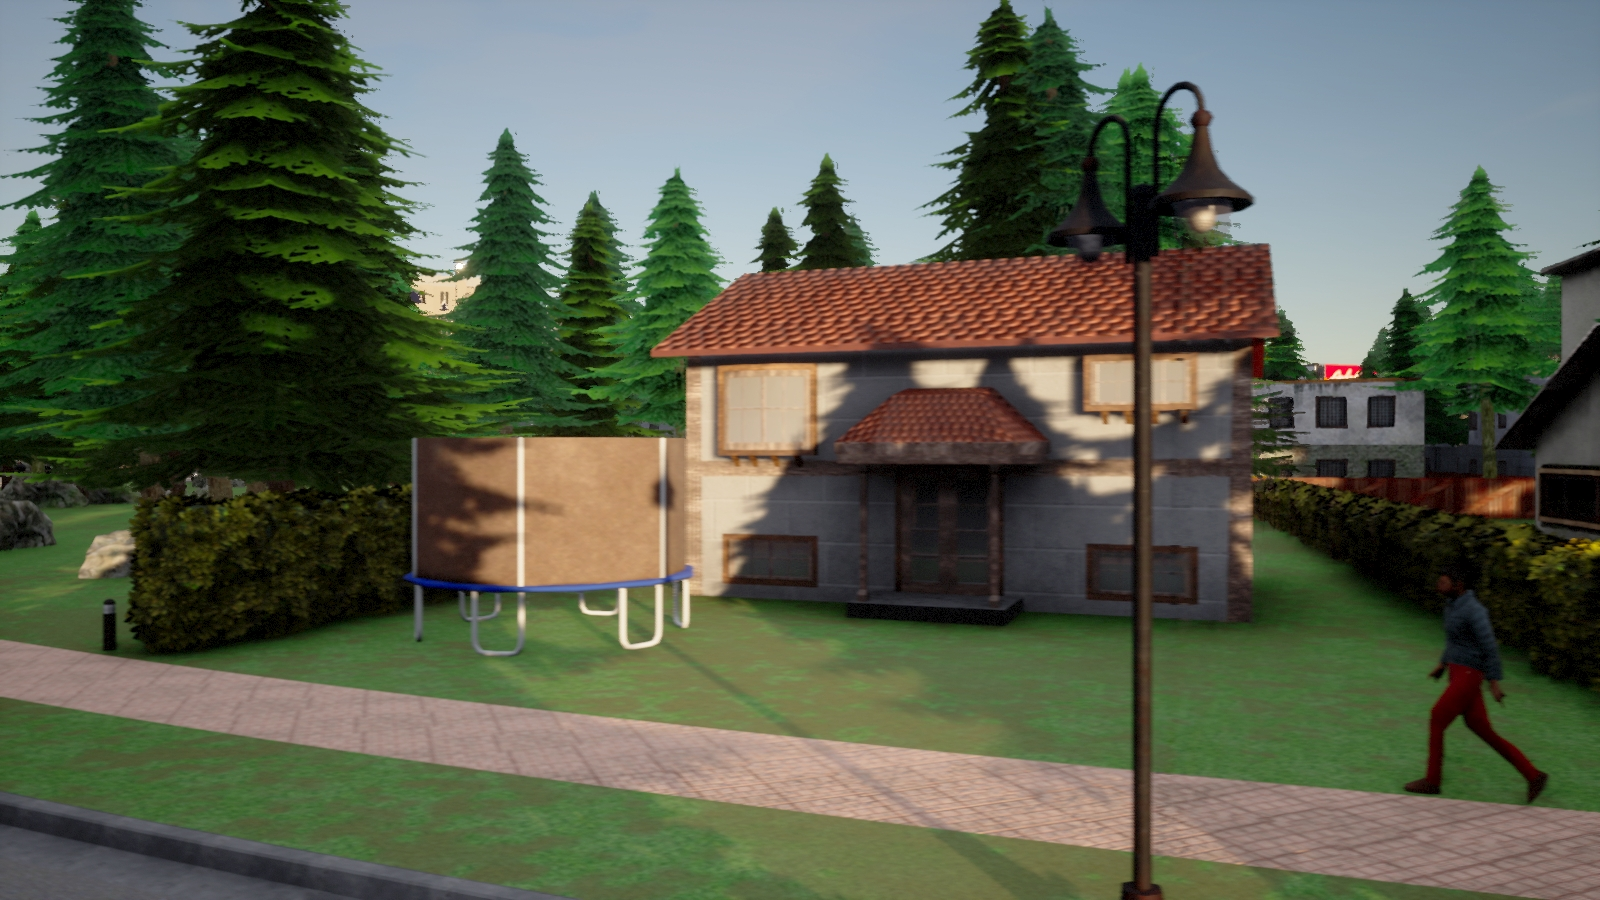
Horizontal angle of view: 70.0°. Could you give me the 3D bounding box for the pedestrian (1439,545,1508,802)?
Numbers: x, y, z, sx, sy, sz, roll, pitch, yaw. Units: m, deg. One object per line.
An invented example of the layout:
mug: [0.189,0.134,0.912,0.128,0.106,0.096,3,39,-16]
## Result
pedestrian: [5.096,1.666,8.660,0.375,1.860,0.375,0,0,17]
